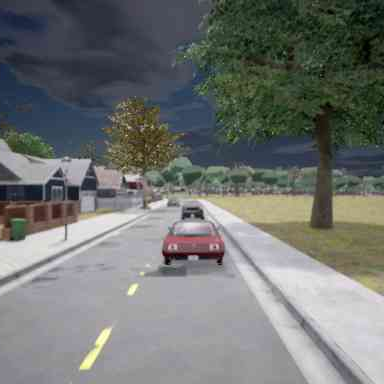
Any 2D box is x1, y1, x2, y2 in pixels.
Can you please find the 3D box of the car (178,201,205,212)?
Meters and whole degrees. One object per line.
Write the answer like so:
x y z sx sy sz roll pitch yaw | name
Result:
0.054 1.569 28.462 1.837 1.490 4.892 0 0 0 | car

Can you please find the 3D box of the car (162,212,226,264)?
0.061 1.626 11.842 1.895 1.301 4.718 0 0 0 | car

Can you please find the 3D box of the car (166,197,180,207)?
-2.918 1.630 52.276 1.837 1.490 4.892 0 -1 0 | car
